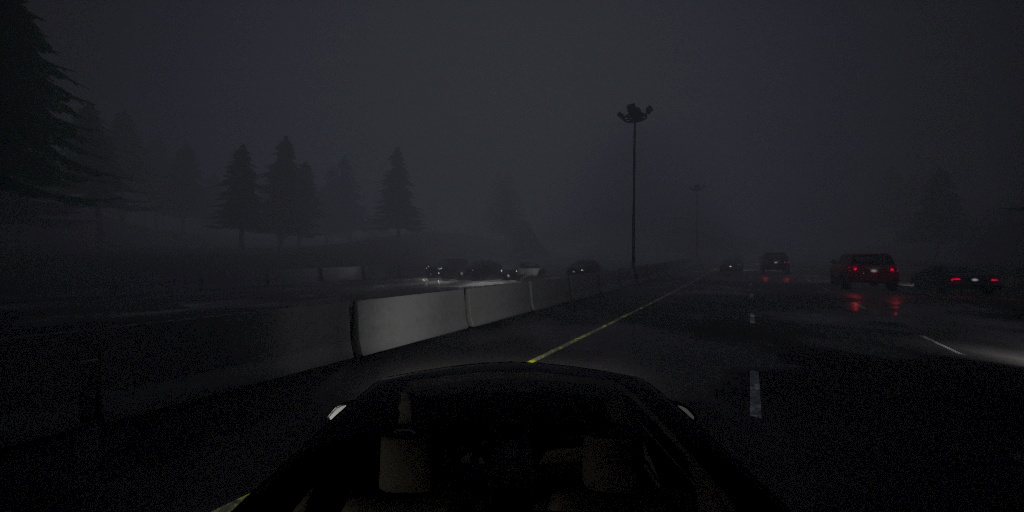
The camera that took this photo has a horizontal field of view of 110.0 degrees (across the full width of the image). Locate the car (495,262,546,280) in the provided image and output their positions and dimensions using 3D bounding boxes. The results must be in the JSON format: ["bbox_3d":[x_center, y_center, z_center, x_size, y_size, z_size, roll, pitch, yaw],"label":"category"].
[{"bbox_3d":[0.948,1.231,29.940,1.895,1.301,4.718,0,1,34],"label":"car"}]

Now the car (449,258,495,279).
[{"bbox_3d":[-2.671,1.132,30.820,2.128,1.511,4.902,0,1,34],"label":"car"}]

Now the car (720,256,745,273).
[{"bbox_3d":[22.517,0.956,36.781,1.994,1.385,4.181,0,1,34],"label":"car"}]

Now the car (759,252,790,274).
[{"bbox_3d":[25.054,0.628,34.272,2.150,2.045,5.566,0,1,33],"label":"car"}]

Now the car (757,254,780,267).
[{"bbox_3d":[33.310,0.584,46.692,2.128,1.511,4.902,0,1,33],"label":"car"}]

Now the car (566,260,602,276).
[{"bbox_3d":[6.490,1.088,31.912,1.837,1.490,4.892,0,0,34],"label":"car"}]

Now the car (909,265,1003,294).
[{"bbox_3d":[23.394,1.157,19.117,2.033,1.411,5.357,0,1,34],"label":"car"}]

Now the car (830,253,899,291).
[{"bbox_3d":[20.450,0.830,21.014,2.150,2.045,5.566,0,1,34],"label":"car"}]

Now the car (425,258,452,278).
[{"bbox_3d":[-5.714,0.993,32.564,2.097,1.767,4.553,0,0,34],"label":"car"}]
